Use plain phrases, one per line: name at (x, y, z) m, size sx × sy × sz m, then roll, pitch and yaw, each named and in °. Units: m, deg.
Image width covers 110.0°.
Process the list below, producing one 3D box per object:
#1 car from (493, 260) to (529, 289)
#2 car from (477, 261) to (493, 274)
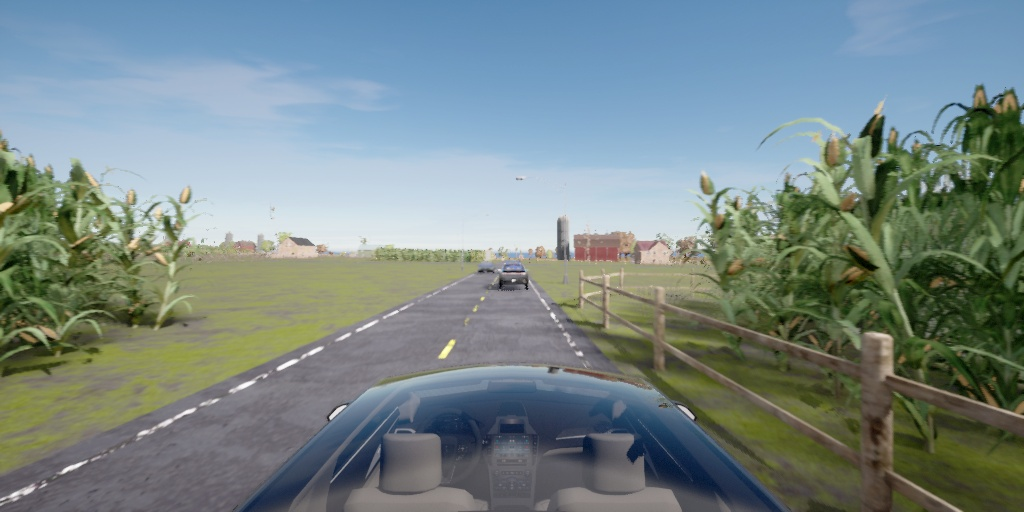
car at (0.096, 1.243, 23.229) m, size 2.128 × 1.511 × 4.902 m, roll 0°, pitch 0°, yaw 0°
car at (-2.842, 1.315, 41.115) m, size 2.033 × 1.411 × 5.357 m, roll 0°, pitch 0°, yaw 0°
